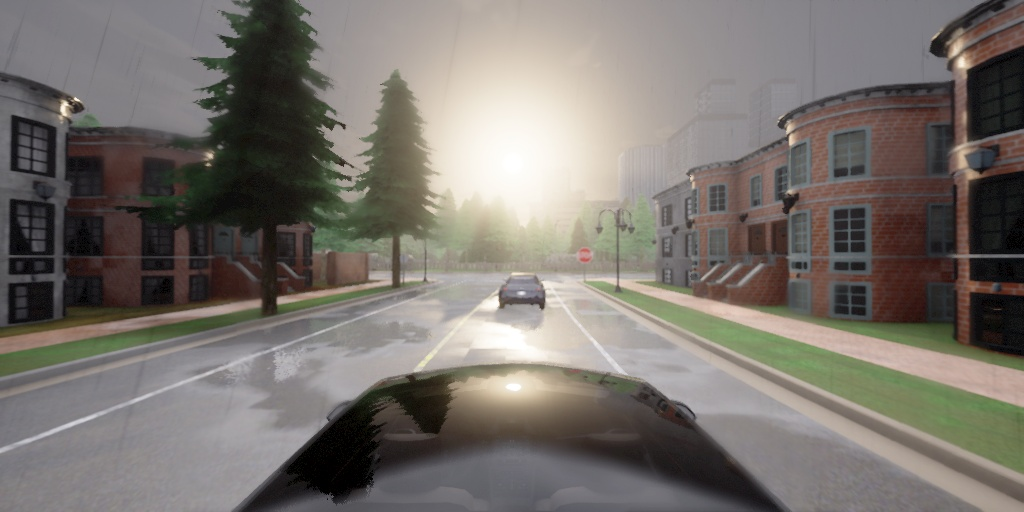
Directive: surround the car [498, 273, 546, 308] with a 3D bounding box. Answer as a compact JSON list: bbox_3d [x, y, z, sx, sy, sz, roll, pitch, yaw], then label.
[{"bbox_3d":[0.502,1.452,16.048,1.994,1.385,4.181,0,0,4],"label":"car"}]
